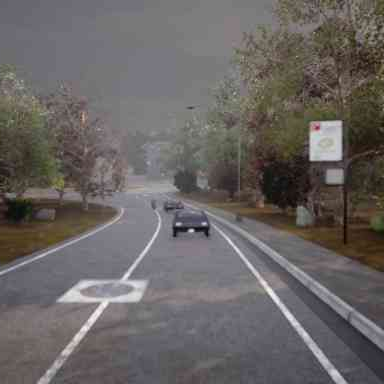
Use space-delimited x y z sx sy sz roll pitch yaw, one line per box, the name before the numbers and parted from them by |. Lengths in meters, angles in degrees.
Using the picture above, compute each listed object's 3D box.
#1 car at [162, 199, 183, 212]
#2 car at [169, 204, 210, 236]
car | -2.128 1.381 35.914 1.895 1.301 4.718 -1 2 -10
car | -0.142 1.564 18.216 1.895 1.301 4.718 0 0 -3
